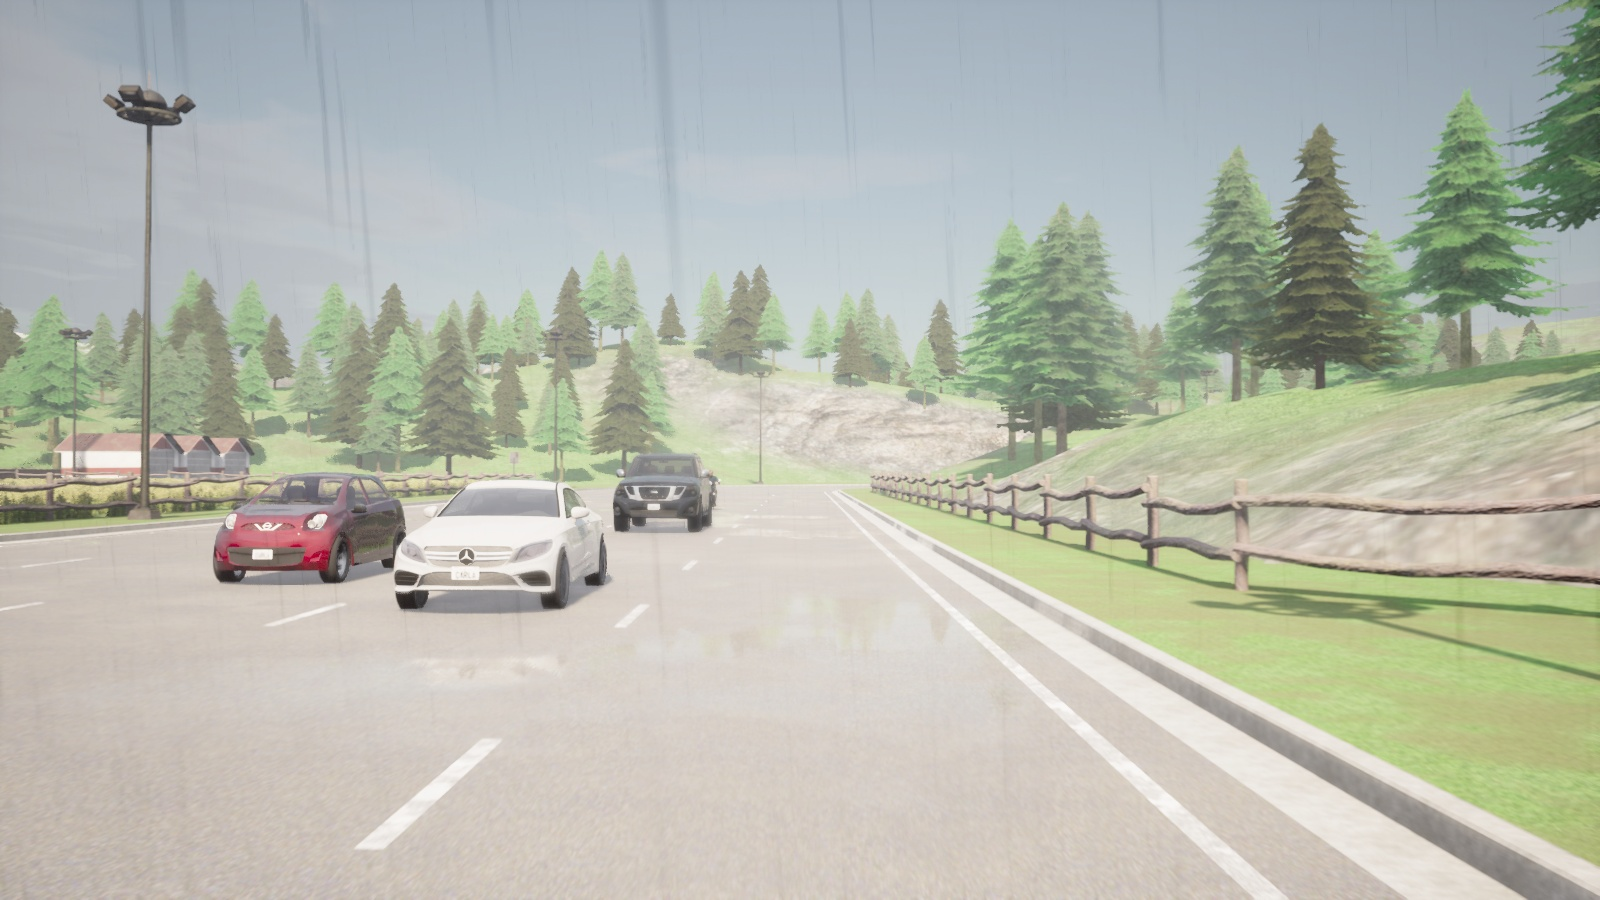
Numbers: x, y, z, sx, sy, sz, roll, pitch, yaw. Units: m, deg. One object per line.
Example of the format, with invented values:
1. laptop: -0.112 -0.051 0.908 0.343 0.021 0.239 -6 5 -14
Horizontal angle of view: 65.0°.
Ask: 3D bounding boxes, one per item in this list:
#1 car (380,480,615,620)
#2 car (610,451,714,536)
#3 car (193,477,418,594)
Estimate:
1. car: -3.539 1.116 15.621 1.812 1.442 4.674 0 -1 0
2. car: -3.556 1.107 33.430 2.150 2.045 5.566 0 -1 0
3. car: -7.044 1.163 18.295 1.845 1.501 3.633 0 -1 0
